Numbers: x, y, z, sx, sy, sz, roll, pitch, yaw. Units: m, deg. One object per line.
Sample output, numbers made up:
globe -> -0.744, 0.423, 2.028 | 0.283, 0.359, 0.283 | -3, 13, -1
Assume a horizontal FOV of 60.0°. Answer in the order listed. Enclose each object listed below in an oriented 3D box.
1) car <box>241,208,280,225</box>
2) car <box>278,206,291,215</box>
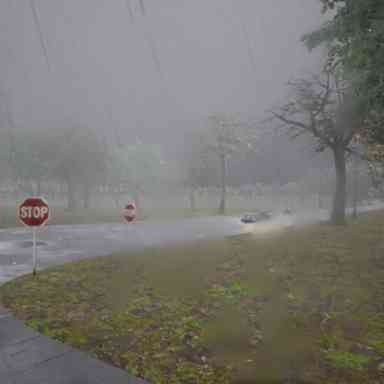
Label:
car -> 7.219, 2.774, 35.909 | 2.033, 1.411, 5.357 | 1, -1, 36
car -> 16.724, 3.373, 61.086 | 2.128, 1.511, 4.902 | 1, -1, 36
